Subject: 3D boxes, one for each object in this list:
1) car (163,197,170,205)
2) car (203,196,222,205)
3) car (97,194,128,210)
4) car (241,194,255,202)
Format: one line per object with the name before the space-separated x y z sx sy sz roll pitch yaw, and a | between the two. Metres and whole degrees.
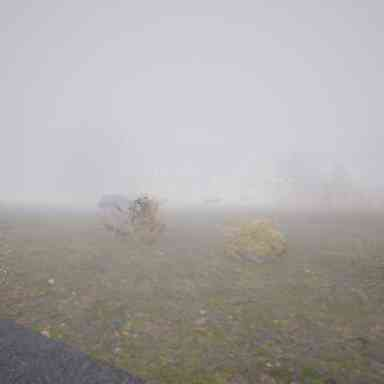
car | -6.041 1.671 61.516 1.837 1.490 4.892 0 2 34
car | 3.924 1.504 63.961 2.097 1.767 4.553 0 0 32
car | -9.731 1.306 43.419 2.150 2.045 5.566 0 0 34
car | 13.791 1.411 82.365 2.150 2.045 5.566 0 0 27
